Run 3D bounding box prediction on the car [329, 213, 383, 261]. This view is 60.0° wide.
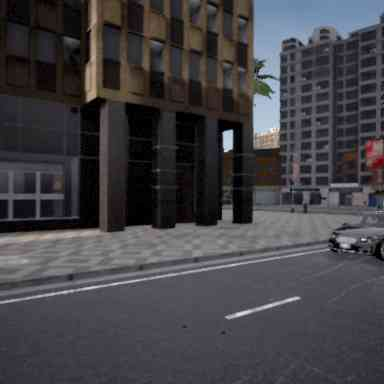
[{"bbox_3d":[7.244,1.593,12.849,4.902,1.511,2.128,1,0,-35],"label":"car"}]

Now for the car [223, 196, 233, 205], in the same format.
[{"bbox_3d":[5.551,1.543,63.524,4.553,1.767,2.097,0,0,44],"label":"car"}]
